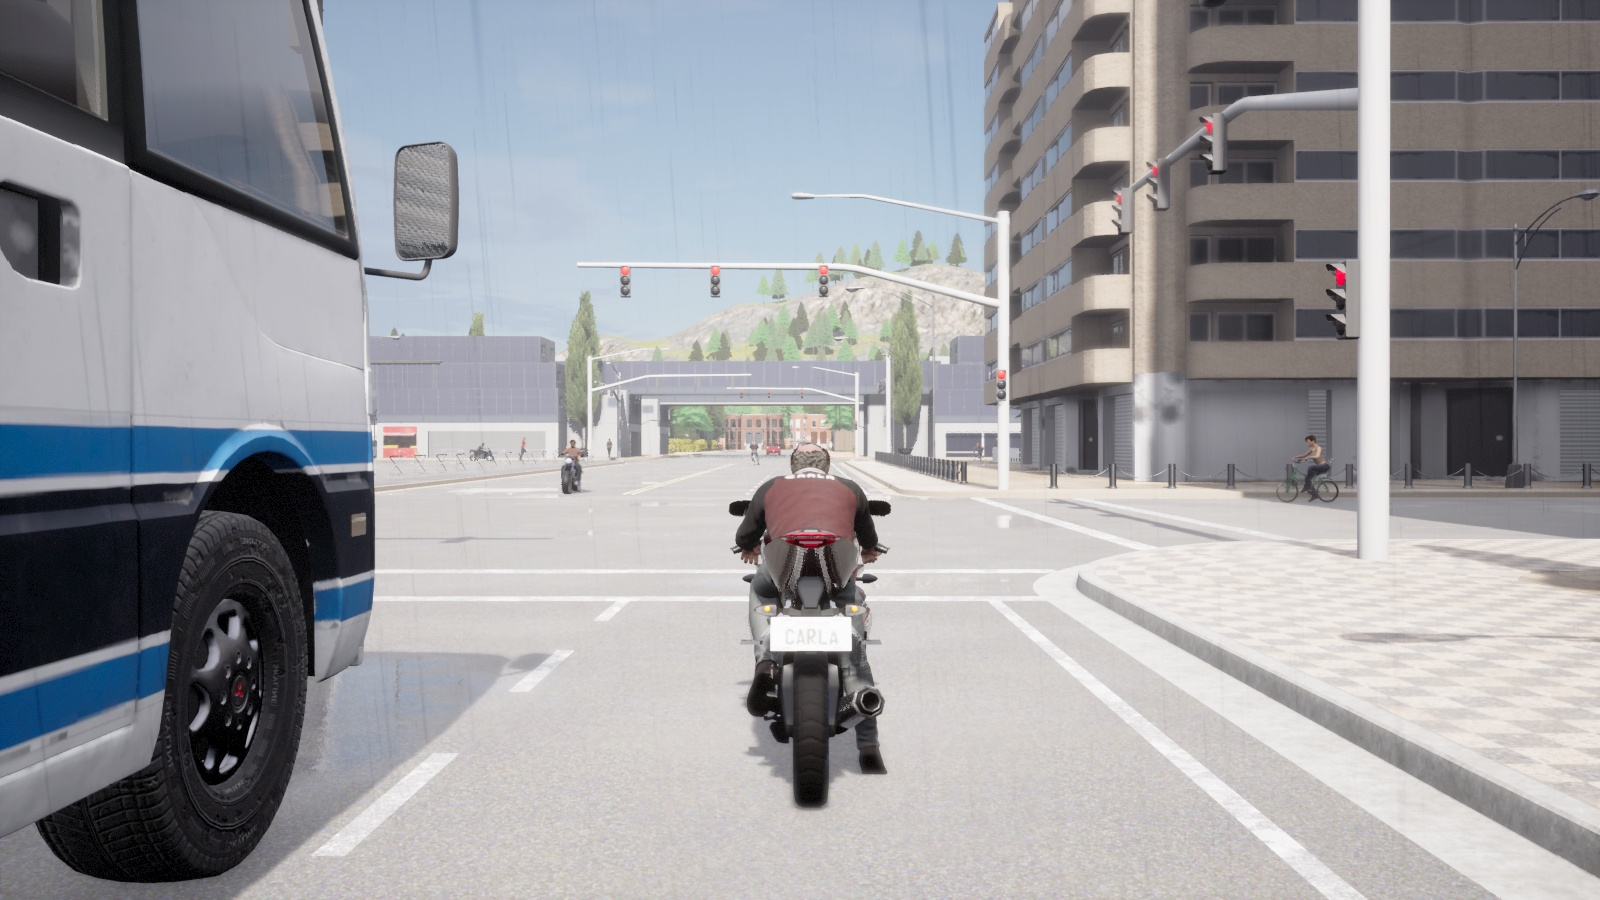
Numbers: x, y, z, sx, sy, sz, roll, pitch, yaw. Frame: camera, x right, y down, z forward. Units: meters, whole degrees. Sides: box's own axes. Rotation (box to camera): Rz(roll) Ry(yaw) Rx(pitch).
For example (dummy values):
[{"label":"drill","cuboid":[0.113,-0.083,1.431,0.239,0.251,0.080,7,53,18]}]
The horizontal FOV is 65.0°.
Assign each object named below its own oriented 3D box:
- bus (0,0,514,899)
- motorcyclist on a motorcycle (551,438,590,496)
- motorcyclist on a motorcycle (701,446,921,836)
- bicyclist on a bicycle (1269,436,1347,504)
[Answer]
[{"label":"bus","cuboid":[-3.476,-0.640,1.357,3.944,4.253,10.273,0,0,0]},{"label":"motorcyclist on a motorcycle","cuboid":[-6.751,0.480,37.001,0.766,1.649,2.350,0,0,-1]},{"label":"motorcyclist on a motorcycle","cuboid":[0.048,0.747,6.034,0.866,1.530,2.191,0,0,0]},{"label":"bicyclist on a bicycle","cuboid":[12.092,0.468,29.919,1.509,1.612,0.866,0,0,0]}]
